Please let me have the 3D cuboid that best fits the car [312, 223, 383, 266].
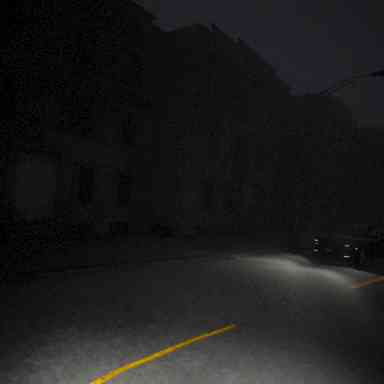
[{"bbox_3d":[7.067,2.123,14.384,5.008,1.535,1.882,5,0,-42],"label":"car"}]
